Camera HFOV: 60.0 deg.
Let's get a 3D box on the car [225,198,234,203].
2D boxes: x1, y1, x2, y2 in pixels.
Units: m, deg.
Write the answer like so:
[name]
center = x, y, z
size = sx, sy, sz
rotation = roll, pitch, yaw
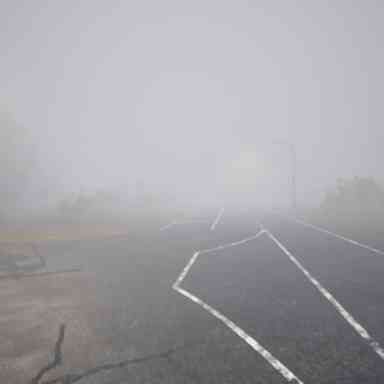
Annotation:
[car]
center = 10.607, 2.478, 93.582
size = 1.994, 1.385, 4.181
rotation = -1, -1, 13
